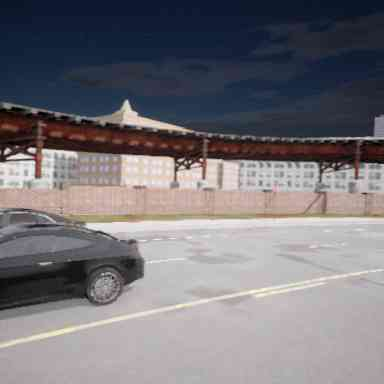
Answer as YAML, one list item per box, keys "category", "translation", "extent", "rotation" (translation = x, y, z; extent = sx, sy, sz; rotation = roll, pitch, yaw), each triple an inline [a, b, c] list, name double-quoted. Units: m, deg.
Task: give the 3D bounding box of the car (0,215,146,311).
- category: "car"
  translation: [-3.112, 1.315, 5.997]
  extent: [4.674, 1.442, 1.812]
  rotation: [1, 1, -34]

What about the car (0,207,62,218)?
- category: "car"
  translation: [-5.240, 1.190, 8.770]
  extent: [4.892, 1.490, 1.837]
  rotation: [1, 0, -34]
